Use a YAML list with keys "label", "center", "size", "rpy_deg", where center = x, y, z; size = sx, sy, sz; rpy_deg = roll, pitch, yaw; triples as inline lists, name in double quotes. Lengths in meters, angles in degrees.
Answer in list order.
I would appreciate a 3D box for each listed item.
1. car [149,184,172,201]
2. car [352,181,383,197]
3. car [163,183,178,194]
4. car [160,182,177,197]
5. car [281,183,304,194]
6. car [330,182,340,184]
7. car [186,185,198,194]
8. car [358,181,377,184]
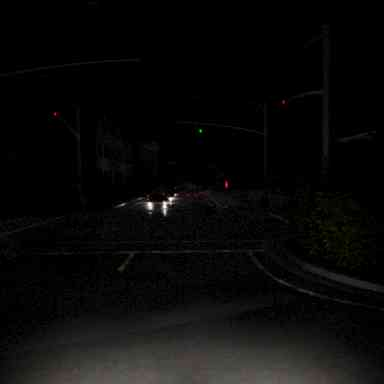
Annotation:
- label: "car"
  center: [-3.682, 0.185, 37.728]
  size: [1.882, 1.535, 5.008]
  rpy_deg: [-1, 2, 0]
- label: "car"
  center: [22.299, -0.453, 42.029]
  size: [1.932, 1.855, 4.605]
  rpy_deg: [-1, 2, 0]
- label: "car"
  center: [-3.671, -0.609, 57.534]
  size: [2.097, 1.767, 4.553]
  rpy_deg: [-1, 2, 0]
- label: "car"
  center: [-3.694, -0.405, 47.644]
  size: [2.150, 2.045, 5.566]
  rpy_deg: [-1, 2, 0]
- label: "car"
  center: [15.317, -0.507, 52.014]
  size: [2.007, 1.523, 4.514]
  rpy_deg: [-1, 2, 0]
- label: "car"
  center: [25.363, -1.019, 59.416]
  size: [2.152, 1.636, 5.027]
  rpy_deg: [-1, 2, 0]
- label: "car"
  center: [-0.012, -0.455, 56.858]
  size: [1.812, 1.442, 4.674]
  rpy_deg: [-1, 2, 0]
- label: "car"
  center: [19.046, -0.169, 34.152]
  size: [1.905, 1.878, 3.866]
  rpy_deg: [-1, 2, 0]
